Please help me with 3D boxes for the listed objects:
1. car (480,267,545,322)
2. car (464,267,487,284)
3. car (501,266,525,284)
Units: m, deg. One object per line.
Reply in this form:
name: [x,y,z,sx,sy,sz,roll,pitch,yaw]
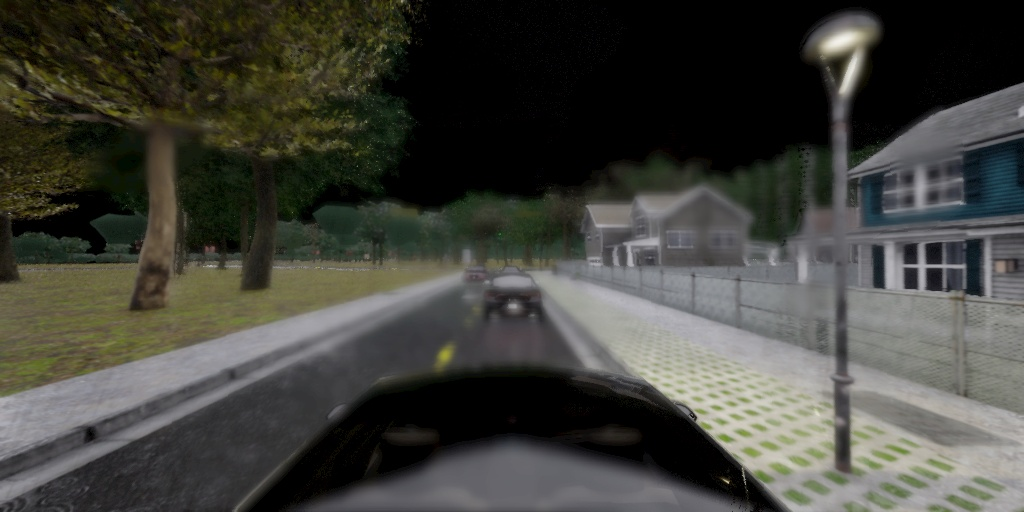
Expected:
car: [0.083,1.342,12.887,1.882,1.535,5.008,0,0,0]
car: [-2.850,1.614,30.335,1.994,1.385,4.181,0,-1,0]
car: [0.086,1.623,31.116,1.994,1.385,4.181,0,-1,0]
